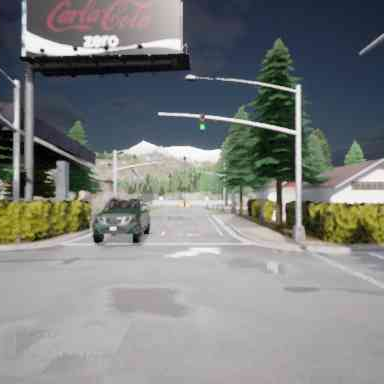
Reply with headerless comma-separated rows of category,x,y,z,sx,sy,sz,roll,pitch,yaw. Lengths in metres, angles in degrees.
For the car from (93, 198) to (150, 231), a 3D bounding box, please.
car,-3.498,1.299,17.544,2.150,2.045,5.566,0,-1,0
